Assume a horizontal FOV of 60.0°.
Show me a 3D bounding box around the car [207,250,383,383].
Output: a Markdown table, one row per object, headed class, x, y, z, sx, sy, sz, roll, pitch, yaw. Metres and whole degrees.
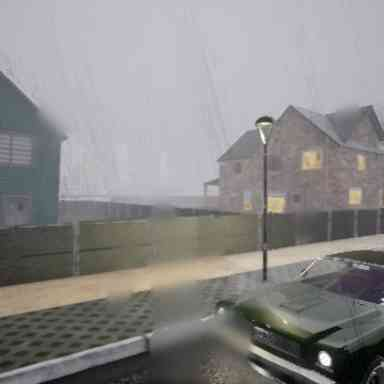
| class | x | y | z | sx | sy | sz | roll | pitch | yaw |
| --- | --- | --- | --- | --- | --- | --- | --- | --- | --- |
| car | 2.545 | 1.631 | 4.877 | 4.718 | 1.301 | 1.895 | 0 | 0 | -35 |
